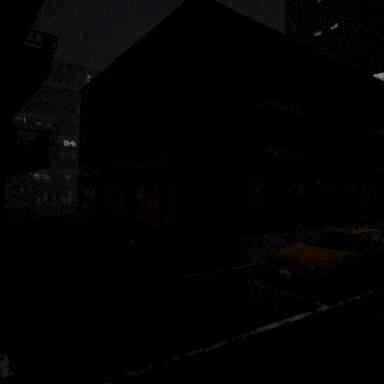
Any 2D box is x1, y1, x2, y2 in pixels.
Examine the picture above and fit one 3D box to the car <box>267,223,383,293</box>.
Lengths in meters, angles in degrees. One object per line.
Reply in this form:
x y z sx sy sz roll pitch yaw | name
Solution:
4.097 1.552 8.994 4.829 1.417 1.752 0 2 -35 | car
